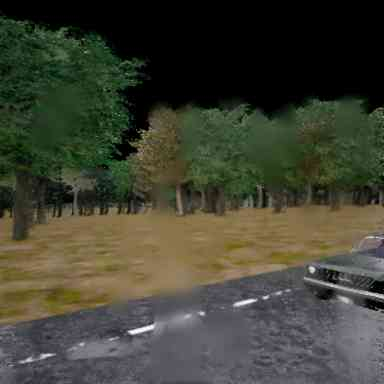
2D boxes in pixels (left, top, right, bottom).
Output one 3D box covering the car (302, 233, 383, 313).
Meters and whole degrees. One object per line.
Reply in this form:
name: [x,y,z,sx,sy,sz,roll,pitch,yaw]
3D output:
car: [4.524,1.613,7.217,4.718,1.301,1.895,0,0,-35]
